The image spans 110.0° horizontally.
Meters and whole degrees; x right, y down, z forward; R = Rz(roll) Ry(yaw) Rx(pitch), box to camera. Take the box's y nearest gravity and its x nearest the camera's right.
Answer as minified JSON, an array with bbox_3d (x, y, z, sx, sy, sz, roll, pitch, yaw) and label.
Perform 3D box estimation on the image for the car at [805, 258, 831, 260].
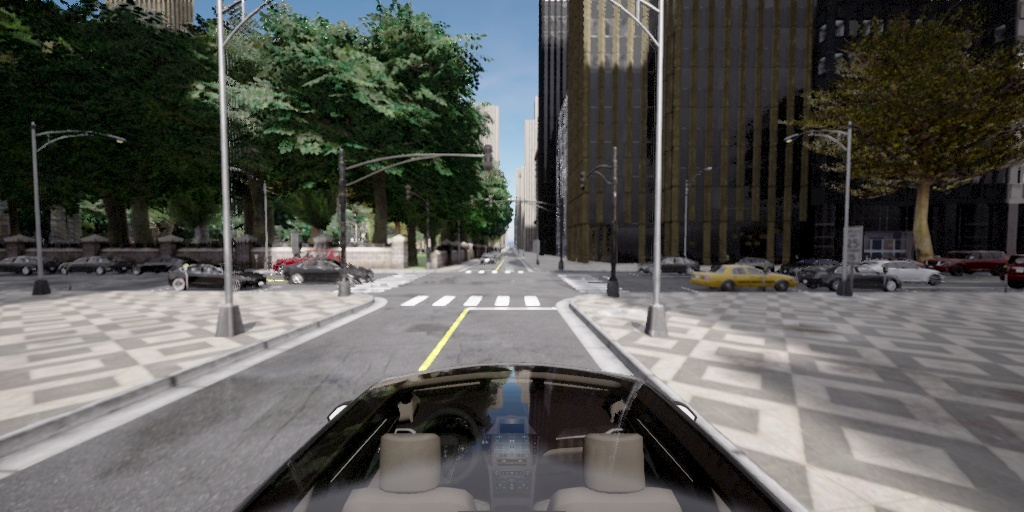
[{"bbox_3d":[20.350,0.848,24.080,4.181,1.385,1.994,0,2,0],"label":"car"}]

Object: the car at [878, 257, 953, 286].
[{"bbox_3d":[22.177,0.935,20.972,4.674,1.442,1.812,0,2,0],"label":"car"}]

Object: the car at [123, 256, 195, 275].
[{"bbox_3d":[-25.942,0.701,27.018,4.313,1.339,1.948,0,0,0],"label":"car"}]

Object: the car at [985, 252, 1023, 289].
[{"bbox_3d":[28.135,0.841,18.208,5.009,1.841,2.192,0,0,0],"label":"car"}]

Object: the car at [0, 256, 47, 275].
[{"bbox_3d":[-36.855,0.683,27.077,4.403,1.370,2.007,0,0,0],"label":"car"}]

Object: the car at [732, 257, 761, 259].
[{"bbox_3d":[17.148,0.740,26.786,4.313,1.339,1.948,0,0,0],"label":"car"}]

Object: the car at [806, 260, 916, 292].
[{"bbox_3d":[17.110,1.061,18.267,4.403,1.370,2.007,0,0,0],"label":"car"}]

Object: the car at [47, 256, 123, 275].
[{"bbox_3d":[-31.398,0.685,27.048,4.403,1.370,2.007,0,0,0],"label":"car"}]

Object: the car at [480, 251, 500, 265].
[{"bbox_3d":[-3.083,0.340,46.724,2.128,1.511,4.902,0,1,0],"label":"car"}]

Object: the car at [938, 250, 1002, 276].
[{"bbox_3d":[33.687,0.513,26.697,5.009,1.841,2.192,0,0,0],"label":"car"}]

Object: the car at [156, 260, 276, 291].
[{"bbox_3d":[-15.066,1.041,18.441,4.313,1.339,1.948,0,0,0],"label":"car"}]

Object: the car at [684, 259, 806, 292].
[{"bbox_3d":[11.768,1.028,18.296,4.829,1.417,1.751,0,0,0],"label":"car"}]

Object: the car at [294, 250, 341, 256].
[{"bbox_3d":[-15.029,0.454,26.959,5.009,1.841,2.192,0,0,0],"label":"car"}]

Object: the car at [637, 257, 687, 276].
[{"bbox_3d":[11.635,0.717,26.815,4.403,1.370,2.007,0,0,0],"label":"car"}]

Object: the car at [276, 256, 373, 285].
[{"bbox_3d":[-10.741,0.925,21.152,4.892,1.490,1.837,0,2,0],"label":"car"}]
